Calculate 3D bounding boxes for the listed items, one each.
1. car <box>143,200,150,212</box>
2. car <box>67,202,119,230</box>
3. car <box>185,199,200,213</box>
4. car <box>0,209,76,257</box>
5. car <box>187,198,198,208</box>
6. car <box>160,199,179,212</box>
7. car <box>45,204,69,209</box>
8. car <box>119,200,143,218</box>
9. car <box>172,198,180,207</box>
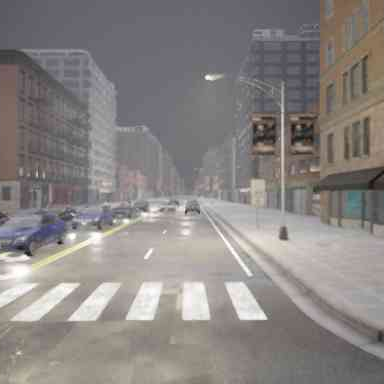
[{"bbox_3d":[-6.514,1.802,42.973,1.837,1.490,4.892,0,0,0],"label":"car"},{"bbox_3d":[-6.583,1.682,22.649,1.812,1.442,4.674,0,0,0],"label":"car"},{"bbox_3d":[0.079,1.838,41.401,2.033,1.411,5.357,0,0,0],"label":"car"},{"bbox_3d":[-6.590,1.618,13.548,1.812,1.442,4.674,0,0,0],"label":"car"},{"bbox_3d":[0.072,1.891,59.004,1.882,1.535,5.008,0,0,0],"label":"car"},{"bbox_3d":[-3.165,1.908,44.170,1.895,1.301,4.718,0,0,0],"label":"car"},{"bbox_3d":[-9.815,1.657,24.399,2.128,1.511,4.902,0,0,1],"label":"car"},{"bbox_3d":[-6.511,1.774,32.799,2.033,1.411,5.357,0,0,0],"label":"car"},{"bbox_3d":[-3.178,1.914,59.187,1.837,1.490,4.892,0,-1,0],"label":"car"}]
